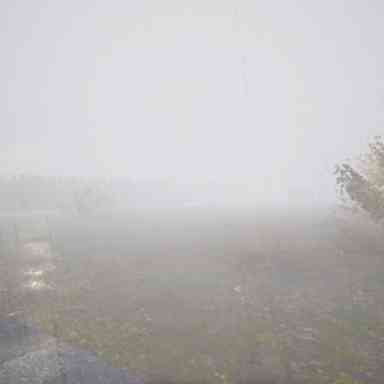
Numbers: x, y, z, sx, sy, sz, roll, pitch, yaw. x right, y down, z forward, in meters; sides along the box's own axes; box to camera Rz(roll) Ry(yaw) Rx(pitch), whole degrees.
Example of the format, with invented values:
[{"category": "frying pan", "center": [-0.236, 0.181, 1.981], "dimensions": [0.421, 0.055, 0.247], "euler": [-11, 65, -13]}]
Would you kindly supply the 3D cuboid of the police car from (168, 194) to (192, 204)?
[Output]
[{"category": "police car", "center": [-1.971, 1.123, 54.360], "dimensions": [1.930, 1.638, 5.238], "euler": [0, 0, 35]}]
